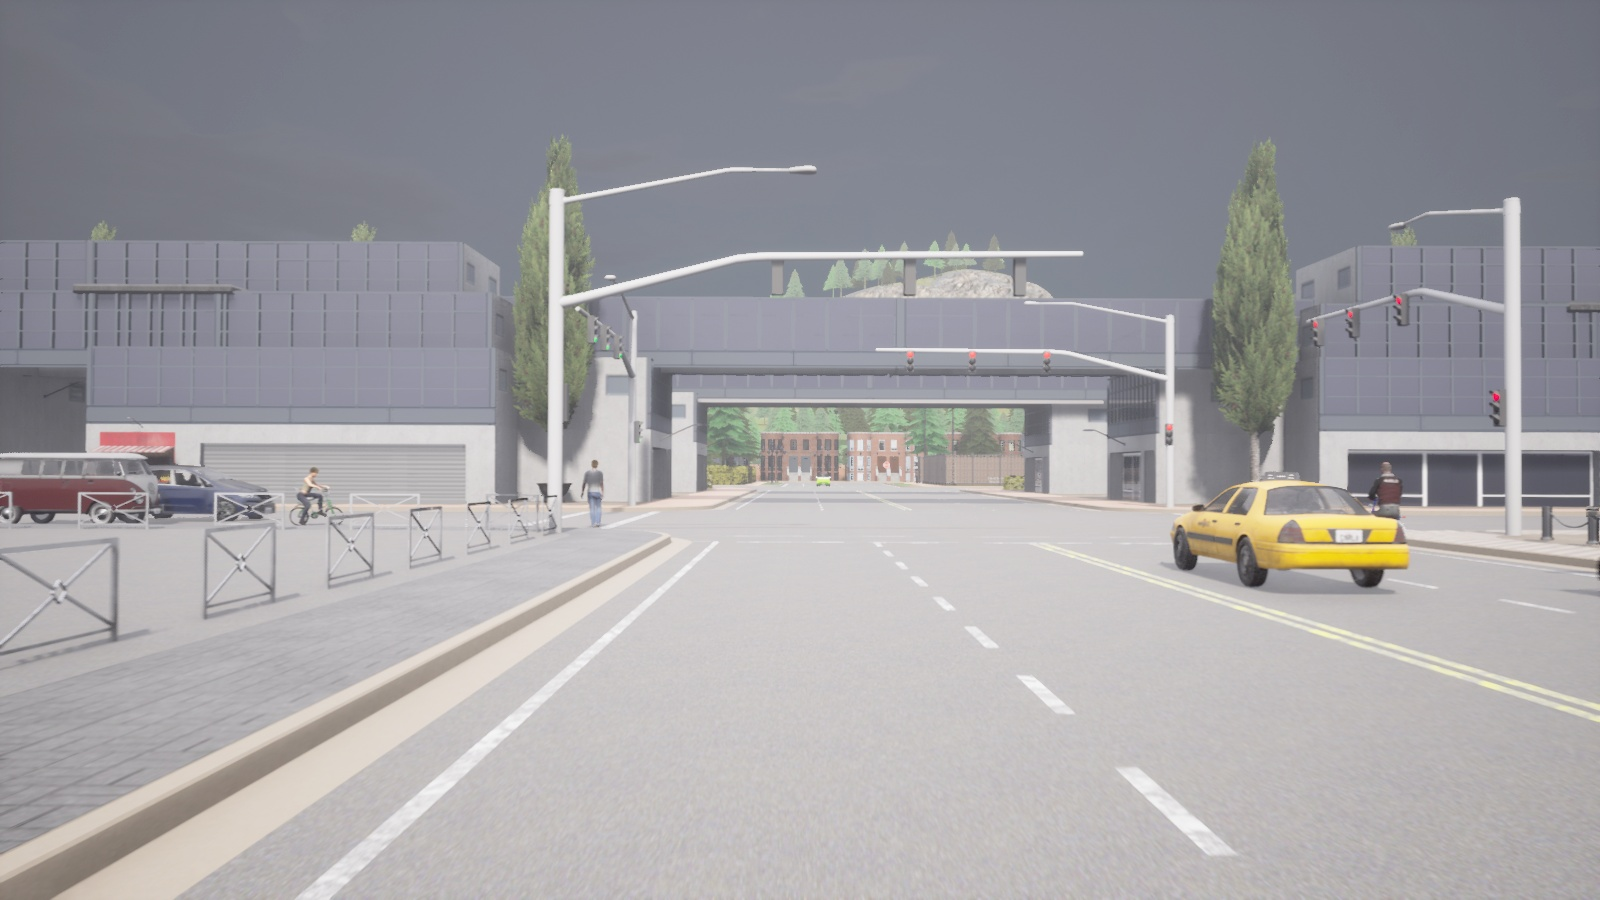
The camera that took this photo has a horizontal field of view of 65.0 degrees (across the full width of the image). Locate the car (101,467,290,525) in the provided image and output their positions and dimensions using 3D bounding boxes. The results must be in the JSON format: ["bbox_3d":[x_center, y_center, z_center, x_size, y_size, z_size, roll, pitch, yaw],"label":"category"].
[{"bbox_3d":[-18.153,1.366,37.874,4.611,1.667,2.242,0,-1,1],"label":"car"}]

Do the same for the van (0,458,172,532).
[{"bbox_3d":[-19.868,1.222,34.416,4.442,1.987,1.775,0,-1,1],"label":"van"}]

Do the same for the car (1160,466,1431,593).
[{"bbox_3d":[6.956,1.033,18.358,1.801,1.575,5.366,0,-1,0],"label":"car"}]

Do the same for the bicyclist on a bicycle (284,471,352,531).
[{"bbox_3d":[-13.157,1.378,34.288,1.509,1.612,0.866,0,-1,1],"label":"bicyclist on a bicycle"}]

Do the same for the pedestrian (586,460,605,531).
[{"bbox_3d":[-5.308,1.181,32.627,0.354,1.836,0.706,0,-1,2],"label":"pedestrian"}]
